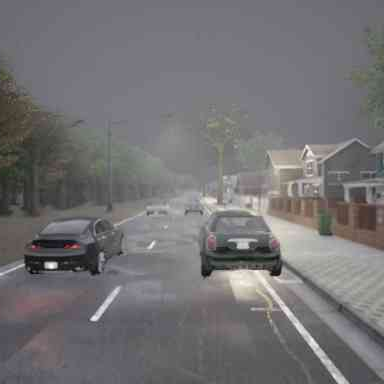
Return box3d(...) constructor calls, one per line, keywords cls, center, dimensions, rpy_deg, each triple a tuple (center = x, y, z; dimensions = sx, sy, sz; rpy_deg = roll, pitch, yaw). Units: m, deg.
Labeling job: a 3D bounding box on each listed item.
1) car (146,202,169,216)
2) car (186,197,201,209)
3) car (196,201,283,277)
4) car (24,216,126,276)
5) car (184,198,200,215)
box3d(cls="car", center=(-3.252, 1.583, 32.472), dimensions=(1.895, 1.301, 4.718), rpy_deg=(0, 0, 0))
box3d(cls="car", center=(0.211, 1.518, 46.838), dimensions=(2.033, 1.411, 5.357), rpy_deg=(0, 0, 0))
box3d(cls="car", center=(1.274, 1.338, 10.390), dimensions=(2.097, 1.767, 4.553), rpy_deg=(0, 0, 0))
box3d(cls="car", center=(-3.349, 1.500, 10.356), dimensions=(1.837, 1.490, 4.892), rpy_deg=(0, 0, 0))
box3d(cls="car", center=(0.193, 1.523, 33.602), dimensions=(2.033, 1.411, 5.357), rpy_deg=(0, 0, 1))
